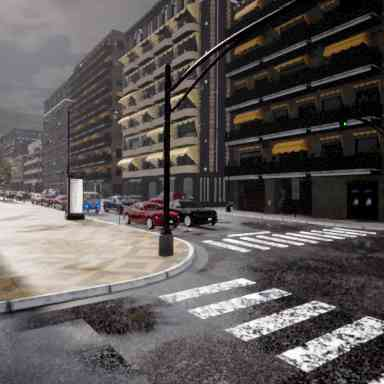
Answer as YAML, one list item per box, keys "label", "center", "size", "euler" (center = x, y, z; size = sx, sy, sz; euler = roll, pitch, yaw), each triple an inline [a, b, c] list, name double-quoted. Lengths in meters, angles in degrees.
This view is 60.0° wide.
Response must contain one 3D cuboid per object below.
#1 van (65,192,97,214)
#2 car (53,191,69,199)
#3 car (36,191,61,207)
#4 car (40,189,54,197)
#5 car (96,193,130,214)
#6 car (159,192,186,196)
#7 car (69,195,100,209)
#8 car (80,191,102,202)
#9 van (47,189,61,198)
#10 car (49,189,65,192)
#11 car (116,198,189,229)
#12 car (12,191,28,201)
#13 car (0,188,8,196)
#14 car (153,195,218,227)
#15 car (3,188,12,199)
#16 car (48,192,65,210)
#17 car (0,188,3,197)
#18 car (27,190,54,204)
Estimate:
- label: "van"
  center: [-9.071, 0.881, 28.218]
  size: [1.690, 1.788, 3.998]
  euler: [2, 0, -36]
- label: "car"
  center: [-25.757, 0.530, 65.286]
  size: [1.752, 1.417, 4.829]
  euler: [2, 0, -36]
- label: "car"
  center: [-15.747, 0.909, 37.356]
  size: [1.887, 1.381, 4.507]
  euler: [2, 0, -36]
- label: "car"
  center: [-32.324, 0.272, 74.286]
  size: [1.967, 1.590, 4.097]
  euler: [2, 0, -36]
- label: "car"
  center: [-6.004, 1.083, 28.382]
  size: [2.128, 1.511, 4.902]
  euler: [1, 0, -36]
- label: "car"
  center: [-2.307, 0.937, 33.164]
  size: [2.192, 1.841, 5.009]
  euler: [2, 0, -36]
- label: "car"
  center: [-11.826, 1.039, 36.369]
  size: [1.895, 1.301, 4.718]
  euler: [1, 0, -36]
- label: "car"
  center: [-15.650, 0.711, 51.441]
  size: [1.967, 1.590, 4.097]
  euler: [2, 0, -36]
- label: "van"
  center: [-28.986, 0.261, 69.717]
  size: [1.690, 1.788, 3.998]
  euler: [2, 0, -36]
- label: "car"
  center: [-17.683, 0.635, 44.462]
  size: [2.097, 1.767, 4.553]
  euler: [1, 0, -36]
- label: "car"
  center: [-2.408, 1.261, 19.080]
  size: [1.887, 1.381, 4.507]
  euler: [2, 0, -36]
- label: "car"
  center: [-25.748, 0.542, 51.063]
  size: [1.967, 1.590, 4.097]
  euler: [2, 0, -36]
- label: "car"
  center: [-42.419, -0.022, 73.909]
  size: [2.192, 1.841, 5.009]
  euler: [2, 0, -36]
- label: "car"
  center: [-0.419, 1.217, 20.722]
  size: [1.882, 1.535, 5.008]
  euler: [1, 0, -35]
- label: "car"
  center: [-32.421, 0.471, 60.202]
  size: [1.887, 1.381, 4.507]
  euler: [2, 0, -36]
- label: "car"
  center: [-12.412, 0.997, 32.787]
  size: [1.887, 1.381, 4.507]
  euler: [2, 0, -36]
- label: "car"
  center: [-39.091, 0.301, 69.339]
  size: [2.008, 1.369, 4.403]
  euler: [2, 0, -36]
- label: "car"
  center: [-18.981, 0.805, 41.788]
  size: [1.752, 1.417, 4.829]
  euler: [2, 0, -36]
